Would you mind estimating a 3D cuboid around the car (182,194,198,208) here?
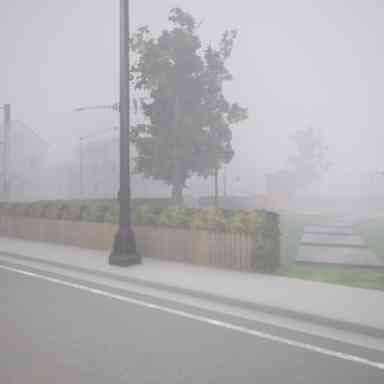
[{"bbox_3d":[-1.231,1.330,51.017,2.150,2.045,5.566,0,0,35],"label":"car"}]
